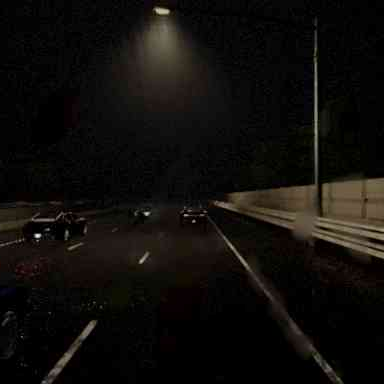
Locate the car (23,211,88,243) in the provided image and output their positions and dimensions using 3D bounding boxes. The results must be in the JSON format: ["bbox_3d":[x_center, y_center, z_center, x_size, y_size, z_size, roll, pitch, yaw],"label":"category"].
[{"bbox_3d":[-6.883,1.733,17.275,1.837,1.490,4.892,0,-1,0],"label":"car"}]

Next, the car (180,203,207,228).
[{"bbox_3d":[0.126,1.848,25.219,2.128,1.511,4.902,0,-1,0],"label":"car"}]

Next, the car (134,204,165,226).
[{"bbox_3d":[-3.374,1.738,27.040,2.097,1.767,4.553,0,-1,0],"label":"car"}]

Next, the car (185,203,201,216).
[{"bbox_3d":[0.141,2.135,42.155,1.837,1.490,4.892,0,-1,0],"label":"car"}]

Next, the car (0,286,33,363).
[{"bbox_3d":[-3.397,1.636,3.020,1.895,1.301,4.718,0,-1,0],"label":"car"}]
